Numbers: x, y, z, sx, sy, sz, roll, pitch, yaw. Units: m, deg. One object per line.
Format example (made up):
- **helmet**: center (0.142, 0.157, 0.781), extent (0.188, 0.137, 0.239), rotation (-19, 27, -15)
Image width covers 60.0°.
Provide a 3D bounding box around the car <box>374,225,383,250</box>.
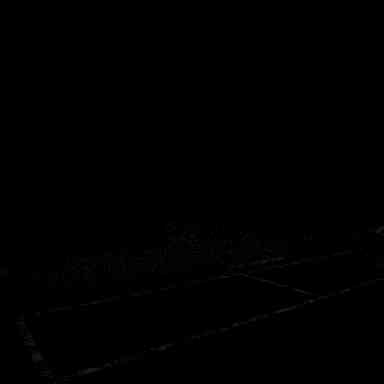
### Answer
- **car**: center (8.861, 1.439, 12.956), extent (4.097, 1.590, 1.967), rotation (0, -1, -35)
